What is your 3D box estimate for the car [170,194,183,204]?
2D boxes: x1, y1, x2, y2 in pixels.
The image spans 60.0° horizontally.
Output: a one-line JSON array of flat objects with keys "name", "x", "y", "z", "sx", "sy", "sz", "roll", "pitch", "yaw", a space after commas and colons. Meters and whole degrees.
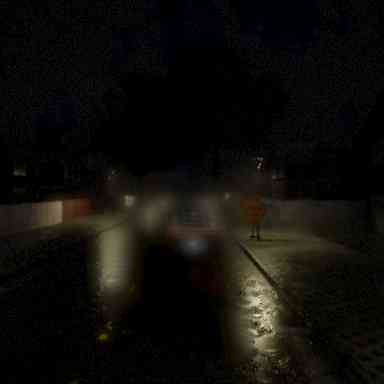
[{"name": "car", "x": -2.591, "y": 1.161, "z": 57.589, "sx": 2.097, "sy": 1.767, "sz": 4.553, "roll": 0, "pitch": 0, "yaw": 1}]

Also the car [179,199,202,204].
[{"name": "car", "x": 0.141, "y": 1.493, "z": 27.357, "sx": 1.895, "sy": 1.301, "sz": 4.718, "roll": 0, "pitch": 0, "yaw": 1}]

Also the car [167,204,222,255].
[{"name": "car", "x": 0.094, "y": 1.439, "z": 12.970, "sx": 2.128, "sy": 1.511, "sz": 4.902, "roll": 0, "pitch": 0, "yaw": 1}]

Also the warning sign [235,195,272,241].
[{"name": "warning sign", "x": 2.559, "y": 1.059, "z": 13.991, "sx": 1.300, "sy": 1.860, "sz": 1.060, "roll": -1, "pitch": -1, "yaw": 0}]
